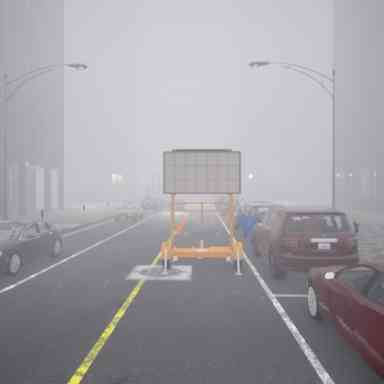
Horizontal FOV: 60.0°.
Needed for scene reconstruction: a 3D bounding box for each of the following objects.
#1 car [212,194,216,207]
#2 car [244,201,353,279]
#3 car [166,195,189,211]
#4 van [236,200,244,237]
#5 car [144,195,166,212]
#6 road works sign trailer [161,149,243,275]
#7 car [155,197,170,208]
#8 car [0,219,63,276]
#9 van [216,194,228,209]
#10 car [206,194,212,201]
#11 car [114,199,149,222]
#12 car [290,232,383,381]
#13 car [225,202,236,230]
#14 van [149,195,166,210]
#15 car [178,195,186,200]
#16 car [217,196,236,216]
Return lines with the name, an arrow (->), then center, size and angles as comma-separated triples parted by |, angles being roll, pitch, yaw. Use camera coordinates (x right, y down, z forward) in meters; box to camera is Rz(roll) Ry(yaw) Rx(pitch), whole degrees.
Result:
car -> 4.097, 1.306, 43.039 | 2.192, 1.841, 5.009 | 0, 0, 2
car -> 3.065, 1.312, 9.903 | 2.192, 1.841, 5.009 | 0, 0, 2
car -> -1.841, 1.482, 40.284 | 2.128, 1.511, 4.902 | 0, 0, 2
van -> 3.237, 1.337, 15.425 | 1.690, 1.788, 3.998 | 0, 0, 2
car -> -4.602, 1.306, 37.797 | 2.192, 1.841, 5.009 | 0, 0, 2
road works sign trailer -> 0.311, 0.461, 10.456 | 2.380, 3.560, 2.880 | 0, 0, 2
car -> -4.258, 1.516, 48.671 | 1.752, 1.417, 4.829 | 0, 0, 2
car -> -5.472, 1.548, 10.186 | 2.008, 1.369, 4.403 | 0, 0, 2
van -> 3.926, 1.332, 37.516 | 1.690, 1.788, 3.998 | 0, 0, 2
car -> 5.289, 1.320, 81.112 | 2.192, 1.841, 5.009 | 0, 0, 2
car -> -4.955, 1.519, 26.583 | 1.752, 1.417, 4.829 | 0, 0, 2
car -> 2.893, 1.543, 4.380 | 1.887, 1.381, 4.507 | 0, 0, 2
car -> 3.410, 1.546, 20.948 | 2.008, 1.369, 4.403 | 0, 0, 2
van -> -4.427, 1.332, 43.319 | 1.690, 1.788, 3.998 | 0, 0, 2
car -> -2.876, 1.582, 92.669 | 1.947, 1.339, 4.313 | 0, 0, 2
car -> 3.754, 1.432, 31.994 | 1.967, 1.590, 4.097 | 0, 0, 2
